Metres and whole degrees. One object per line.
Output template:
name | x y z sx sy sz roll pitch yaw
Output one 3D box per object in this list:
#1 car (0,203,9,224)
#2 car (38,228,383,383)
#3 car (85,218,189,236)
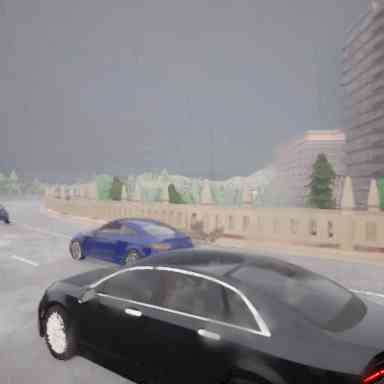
car | -14.158 1.451 23.419 1.812 1.442 4.674 0 0 -37
car | -0.074 1.508 4.250 4.892 1.490 1.837 0 0 37
car | -1.934 1.520 10.292 4.674 1.442 1.812 0 0 41
